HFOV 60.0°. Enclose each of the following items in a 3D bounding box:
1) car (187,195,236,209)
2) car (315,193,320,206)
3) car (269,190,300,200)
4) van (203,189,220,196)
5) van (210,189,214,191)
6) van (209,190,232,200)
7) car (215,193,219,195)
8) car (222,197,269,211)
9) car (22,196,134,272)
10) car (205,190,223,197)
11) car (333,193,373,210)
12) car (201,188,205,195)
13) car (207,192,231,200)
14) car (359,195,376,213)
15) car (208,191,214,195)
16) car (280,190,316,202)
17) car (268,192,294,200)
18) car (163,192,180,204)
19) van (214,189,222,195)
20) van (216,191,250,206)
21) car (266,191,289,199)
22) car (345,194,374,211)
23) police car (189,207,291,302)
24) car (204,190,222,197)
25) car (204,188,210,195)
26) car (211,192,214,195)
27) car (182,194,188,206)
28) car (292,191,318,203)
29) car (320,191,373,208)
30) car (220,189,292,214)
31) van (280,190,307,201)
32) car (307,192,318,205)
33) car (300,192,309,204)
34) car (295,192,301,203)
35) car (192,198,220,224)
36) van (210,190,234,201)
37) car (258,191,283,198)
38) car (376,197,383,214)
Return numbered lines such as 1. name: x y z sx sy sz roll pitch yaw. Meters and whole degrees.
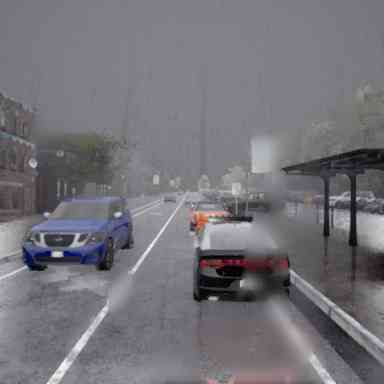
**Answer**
1. car: 0.938 1.252 18.297 2.097 1.767 4.553 0 1 0
2. car: 18.709 1.172 42.066 4.892 1.521 2.231 0 1 0
3. car: 18.661 0.570 67.048 5.566 2.045 2.435 0 1 0
4. van: 5.353 0.176 91.722 4.442 1.987 1.878 0 1 0
5. van: 5.699 0.745 58.090 4.442 1.987 1.878 0 1 0
6. van: 5.671 0.603 66.497 4.442 1.987 1.878 0 1 0
7. car: 5.633 1.177 41.263 5.008 1.535 2.097 0 1 0
8. car: 5.660 1.268 35.658 4.674 1.452 2.002 0 1 0
9. car: -3.372 1.179 11.070 2.150 2.045 5.566 0 0 0
10. car: 5.466 0.418 83.315 4.553 1.767 2.185 0 1 0
11. car: 18.739 1.222 36.516 5.008 1.535 2.097 0 1 0
12. car: 5.488 0.388 77.707 5.566 2.045 2.435 0 1 0
13. car: 5.538 0.782 69.303 4.892 1.521 2.231 0 1 0
14. car: 18.759 1.273 30.964 4.892 1.521 2.231 0 1 0
15. car: 5.598 1.013 55.286 4.892 1.521 2.231 0 1 0
16. car: 18.688 0.711 58.722 5.566 2.045 2.435 0 1 0
17. car: 18.594 0.803 69.828 4.792 1.488 2.163 0 1 0
18. car: -3.446 1.078 52.899 2.033 1.411 5.357 0 1 0
19. van: 5.512 0.925 44.068 4.442 1.987 1.878 0 1 0
20. van: 5.736 0.895 46.870 4.442 1.987 1.878 0 1 0
21. car: 18.644 0.601 72.602 4.553 1.767 2.185 0 1 0
22. car: 18.749 1.247 33.740 5.008 1.535 2.097 0 1 0
23. police car: 0.959 1.400 8.428 1.930 1.638 5.238 0 0 0
24. car: 5.457 0.371 86.118 4.553 1.767 2.185 0 1 0
25. car: 5.545 0.673 60.889 5.566 2.045 2.435 0 1 0
26. car: 5.640 1.119 49.675 4.792 1.488 2.163 0 1 0
27. car: -0.057 1.209 46.852 1.895 1.301 4.718 0 1 1
28. car: 18.707 1.074 53.175 4.792 1.488 2.163 0 1 0
29. car: 18.696 0.945 39.289 5.566 2.045 2.435 0 1 0
30. car: 5.648 1.028 30.048 5.566 2.045 2.435 0 1 0
31. van: 18.767 0.689 61.499 4.442 1.987 1.878 0 1 0
32. car: 18.701 1.143 44.843 5.008 1.535 2.097 0 1 0
33. car: 18.881 1.110 47.621 5.366 1.575 1.946 0 1 0
34. car: 18.658 1.113 50.392 4.792 1.488 2.163 0 1 0
35. car: 0.927 1.300 24.526 1.801 1.575 5.366 0 1 0
36. van: 5.680 0.651 63.694 4.442 1.987 1.878 0 1 0
37. car: 18.409 0.630 78.153 5.366 1.575 1.946 0 1 0
38. car: 18.791 1.327 28.190 4.792 1.488 2.163 0 1 0
